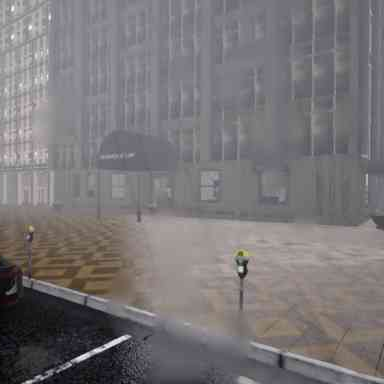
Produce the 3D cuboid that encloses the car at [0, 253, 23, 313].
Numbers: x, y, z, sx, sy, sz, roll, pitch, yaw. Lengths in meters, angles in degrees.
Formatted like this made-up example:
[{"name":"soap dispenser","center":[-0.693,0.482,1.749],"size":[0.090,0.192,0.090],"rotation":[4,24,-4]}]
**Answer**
[{"name":"car","center":[-4.978,1.564,6.443],"size":[4.313,1.339,1.947],"rotation":[0,1,36]}]
